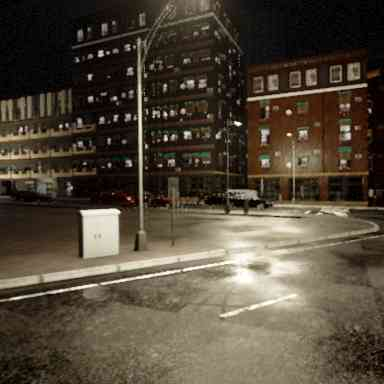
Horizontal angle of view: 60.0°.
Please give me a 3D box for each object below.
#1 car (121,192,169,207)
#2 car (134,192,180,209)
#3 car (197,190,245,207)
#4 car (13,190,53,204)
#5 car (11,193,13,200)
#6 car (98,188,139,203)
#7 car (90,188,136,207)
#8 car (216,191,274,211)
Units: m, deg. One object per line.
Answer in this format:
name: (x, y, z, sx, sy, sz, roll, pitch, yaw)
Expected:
car: (-5.162, 0.787, 36.248, 4.892, 1.490, 1.837, 2, 1, 24)
car: (-3.171, 0.950, 32.517, 4.206, 1.307, 1.802, 1, 0, 24)
car: (2.927, 0.823, 36.101, 5.008, 1.535, 1.882, 1, 1, 24)
car: (-18.565, 0.667, 39.495, 4.507, 1.381, 1.887, 1, 0, 24)
car: (-21.650, 0.523, 43.775, 4.892, 1.490, 1.837, 0, 1, 25)
car: (-9.873, 0.405, 44.757, 5.009, 1.841, 2.192, 1, 0, 24)
car: (-8.297, 0.602, 34.843, 5.009, 1.841, 2.192, 1, 0, 24)
car: (5.236, 0.938, 31.519, 4.902, 1.511, 2.128, 1, 1, 25)
